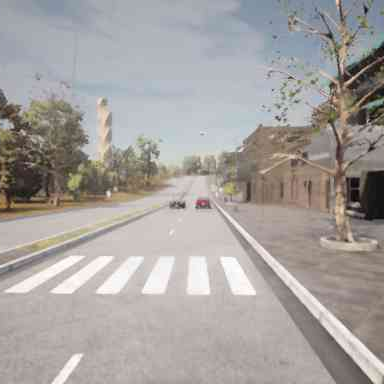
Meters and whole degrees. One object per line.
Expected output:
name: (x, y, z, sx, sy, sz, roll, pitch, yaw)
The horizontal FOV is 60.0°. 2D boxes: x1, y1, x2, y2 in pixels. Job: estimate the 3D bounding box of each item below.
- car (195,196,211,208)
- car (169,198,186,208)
car: (1.462, 1.286, 43.205, 1.882, 1.535, 5.008, 0, 1, 2)
car: (-1.786, 1.394, 43.246, 1.895, 1.301, 4.718, 0, 0, 2)
